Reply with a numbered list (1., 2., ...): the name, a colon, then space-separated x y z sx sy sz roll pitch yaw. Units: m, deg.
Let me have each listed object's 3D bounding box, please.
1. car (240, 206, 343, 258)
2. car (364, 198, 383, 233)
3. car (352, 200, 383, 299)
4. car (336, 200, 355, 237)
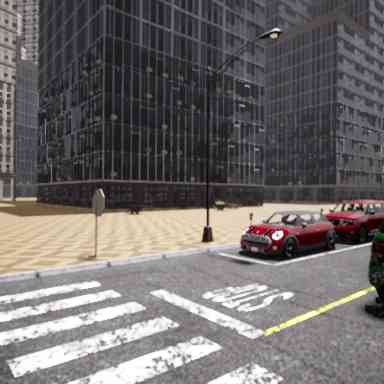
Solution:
1. car: 3.710 1.450 12.722 4.097 1.590 1.967 0 0 -39
2. car: 12.496 1.335 19.817 5.009 1.841 2.192 0 0 -39
3. car: 5.918 1.229 7.201 5.566 2.045 2.150 0 0 -39
4. car: 8.103 1.330 16.269 5.009 1.841 2.192 0 0 -39
